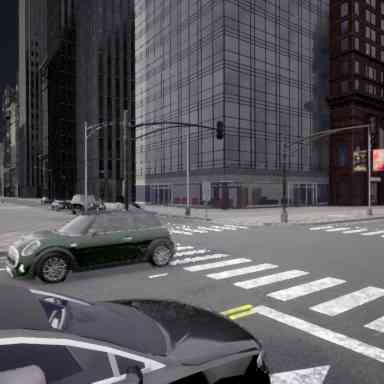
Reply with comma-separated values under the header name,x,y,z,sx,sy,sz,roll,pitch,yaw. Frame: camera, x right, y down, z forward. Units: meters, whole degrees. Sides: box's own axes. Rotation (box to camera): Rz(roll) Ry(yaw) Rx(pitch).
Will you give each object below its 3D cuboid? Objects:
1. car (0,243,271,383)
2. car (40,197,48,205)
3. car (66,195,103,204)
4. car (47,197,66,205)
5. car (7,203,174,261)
name,x,y,z,sx,sy,sz,roll,pitch,yaw
car,-1.493,1.491,2.373,4.902,1.511,2.128,0,0,-36
car,-27.626,1.652,63.473,1.837,1.490,4.892,0,0,-35
car,-10.740,1.294,34.130,2.150,2.045,5.566,0,0,-36
car,-16.541,1.660,42.328,1.994,1.385,4.181,0,0,-36
car,-2.794,1.352,9.696,4.553,1.767,2.097,0,0,-36
